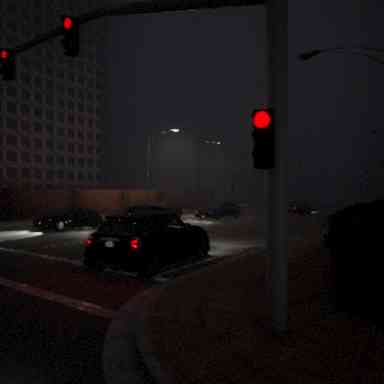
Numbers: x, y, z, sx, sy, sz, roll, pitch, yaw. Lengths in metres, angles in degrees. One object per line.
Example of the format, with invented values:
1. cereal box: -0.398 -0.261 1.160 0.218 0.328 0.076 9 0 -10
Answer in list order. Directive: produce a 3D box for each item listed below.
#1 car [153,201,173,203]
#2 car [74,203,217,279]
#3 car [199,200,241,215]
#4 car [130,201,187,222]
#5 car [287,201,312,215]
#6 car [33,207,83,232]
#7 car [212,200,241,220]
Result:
1. car: -3.222 1.563 21.278 1.837 1.490 4.892 0 0 35
2. car: -1.189 1.409 10.717 2.097 1.767 4.553 0 0 28
3. car: 3.124 1.610 36.182 2.033 1.411 5.357 0 0 36
4. car: -2.703 1.551 28.044 2.128 1.511 4.902 0 0 35
5. car: 10.992 1.611 34.915 2.033 1.411 5.357 0 0 36
6. car: -7.723 1.621 20.986 1.994 1.385 4.181 0 0 35
7. car: 2.426 1.608 29.211 2.033 1.411 5.357 0 0 36
